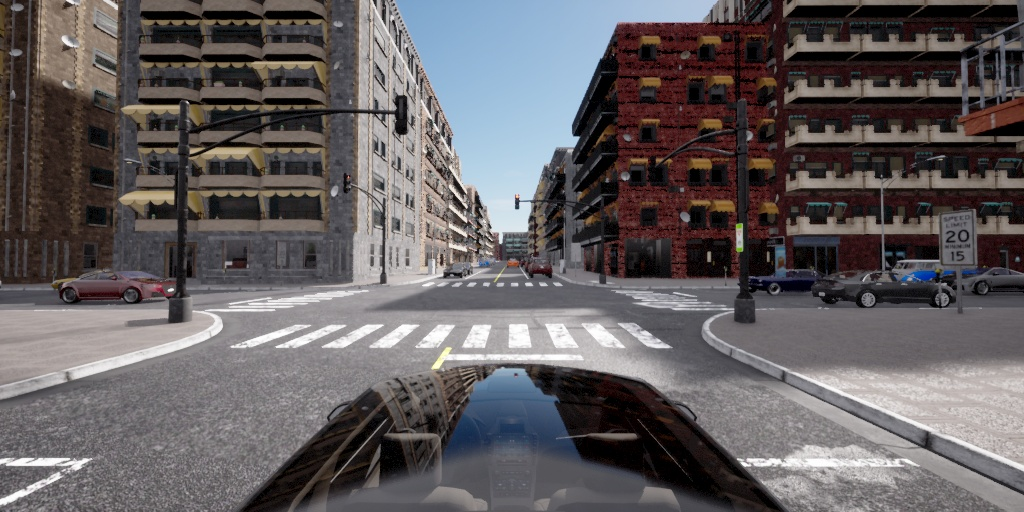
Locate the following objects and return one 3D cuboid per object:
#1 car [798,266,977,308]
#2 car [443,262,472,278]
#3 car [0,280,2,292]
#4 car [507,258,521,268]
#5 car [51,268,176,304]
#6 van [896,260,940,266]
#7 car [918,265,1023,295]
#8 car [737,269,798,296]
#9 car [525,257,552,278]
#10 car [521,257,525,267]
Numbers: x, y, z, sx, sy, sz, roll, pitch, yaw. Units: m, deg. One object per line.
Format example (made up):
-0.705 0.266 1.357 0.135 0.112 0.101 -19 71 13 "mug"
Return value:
13.762 1.185 13.380 4.403 1.370 2.007 0 0 0 "car"
-5.269 1.328 33.655 1.948 1.339 4.313 0 0 0 "car"
-26.676 1.027 16.022 5.566 2.045 2.150 0 -1 0 "car"
0.186 1.176 63.723 2.097 1.767 4.553 0 0 0 "car"
-17.187 1.339 15.978 4.181 1.385 1.994 0 -1 0 "car"
24.931 1.115 21.216 3.998 1.789 1.690 0 0 0 "van"
24.582 1.287 18.768 4.181 1.385 1.994 0 -1 0 "car"
14.576 1.347 18.804 4.718 1.301 1.895 0 -1 -2 "car"
2.612 1.076 33.689 2.192 1.841 5.009 0 0 0 "car"
2.628 1.086 44.812 2.192 1.841 5.009 0 0 0 "car"
